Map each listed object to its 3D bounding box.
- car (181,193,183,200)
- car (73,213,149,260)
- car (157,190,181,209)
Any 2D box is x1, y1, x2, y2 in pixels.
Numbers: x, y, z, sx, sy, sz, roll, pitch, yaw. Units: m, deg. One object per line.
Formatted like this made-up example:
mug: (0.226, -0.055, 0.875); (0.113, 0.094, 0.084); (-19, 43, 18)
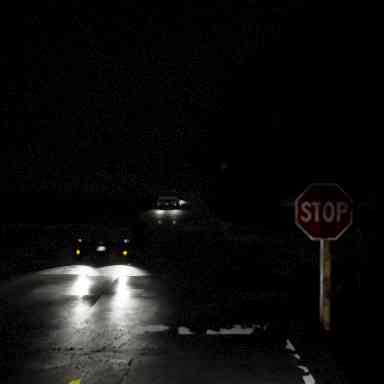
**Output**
car: (-2.618, 0.804, 63.097); (1.895, 1.301, 4.718); (0, 1, 0)
car: (-2.708, 1.455, 11.965); (1.994, 1.385, 4.181); (1, 2, 0)
car: (-2.671, 0.863, 37.870); (2.150, 2.045, 5.566); (0, 1, 0)
